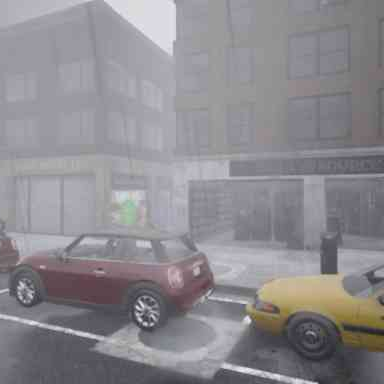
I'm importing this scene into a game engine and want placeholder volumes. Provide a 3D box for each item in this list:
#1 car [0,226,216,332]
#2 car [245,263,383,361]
[{"bbox_3d":[-1.693,1.436,6.722,4.097,1.590,1.967,0,0,24],"label":"car"},{"bbox_3d":[3.201,1.523,4.553,4.829,1.417,1.752,0,0,24],"label":"car"}]
